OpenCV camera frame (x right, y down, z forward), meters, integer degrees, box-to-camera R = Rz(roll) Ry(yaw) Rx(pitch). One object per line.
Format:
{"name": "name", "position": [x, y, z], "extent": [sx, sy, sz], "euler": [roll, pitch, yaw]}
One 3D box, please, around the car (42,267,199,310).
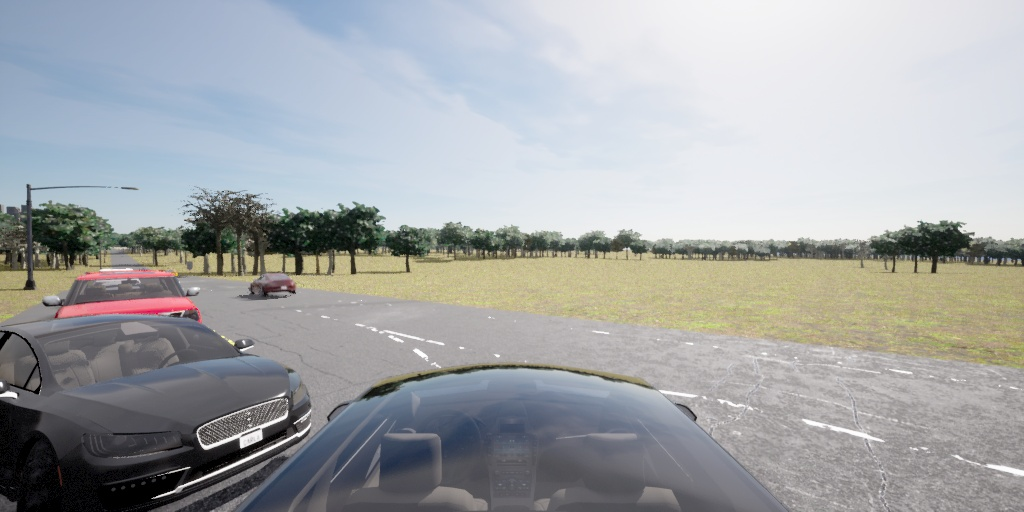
{"name": "car", "position": [-9.341, 1.386, 8.740], "extent": [5.566, 2.045, 2.150], "euler": [-2, 0, 42]}

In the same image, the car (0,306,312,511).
{"name": "car", "position": [-4.502, 1.445, 4.019], "extent": [4.892, 1.490, 1.837], "euler": [-3, -3, 22]}

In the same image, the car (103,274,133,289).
{"name": "car", "position": [-41.656, 2.666, 37.965], "extent": [1.895, 1.301, 4.718], "euler": [-1, 0, -45]}

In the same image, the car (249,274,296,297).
{"name": "car", "position": [-16.143, 1.905, 24.195], "extent": [4.674, 1.442, 1.812], "euler": [-2, 0, 42]}
